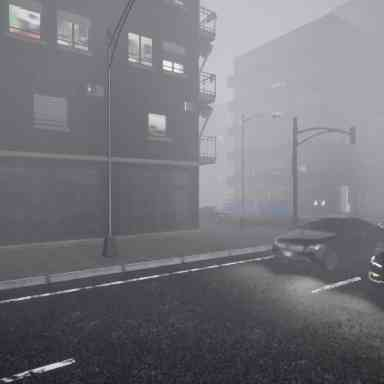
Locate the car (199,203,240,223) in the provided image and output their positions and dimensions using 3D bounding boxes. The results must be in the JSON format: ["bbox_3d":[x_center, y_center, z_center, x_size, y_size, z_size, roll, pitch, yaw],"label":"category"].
[{"bbox_3d":[1.789,1.874,28.659,1.802,1.307,4.206,-1,0,-36],"label":"car"}]

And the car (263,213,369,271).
[{"bbox_3d":[4.676,1.525,11.018,4.674,1.442,1.812,0,0,-36],"label":"car"}]

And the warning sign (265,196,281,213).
[{"bbox_3d":[9.018,1.400,36.966,1.300,1.860,1.060,1,0,-36],"label":"warning sign"}]

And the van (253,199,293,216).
[{"bbox_3d":[8.527,1.602,33.577,1.690,1.788,3.998,-1,0,-36],"label":"van"}]

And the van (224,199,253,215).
[{"bbox_3d":[5.211,1.676,38.092,1.690,1.788,3.998,-1,0,-36],"label":"van"}]

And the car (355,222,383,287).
[{"bbox_3d":[6.229,1.503,8.132,4.892,1.490,1.837,0,0,-36],"label":"car"}]
